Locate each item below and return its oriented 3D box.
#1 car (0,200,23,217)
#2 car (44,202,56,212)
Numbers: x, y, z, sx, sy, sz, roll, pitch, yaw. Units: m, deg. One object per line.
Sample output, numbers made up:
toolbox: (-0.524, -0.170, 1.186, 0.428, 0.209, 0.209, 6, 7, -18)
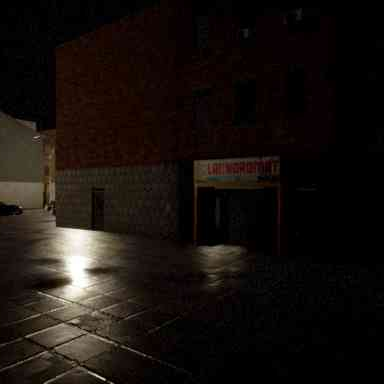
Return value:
car: (-17.413, 1.390, 29.253, 2.097, 1.767, 4.553, 0, 0, 36)
car: (-14.532, 1.523, 38.365, 2.128, 1.511, 4.902, 0, 0, 36)
